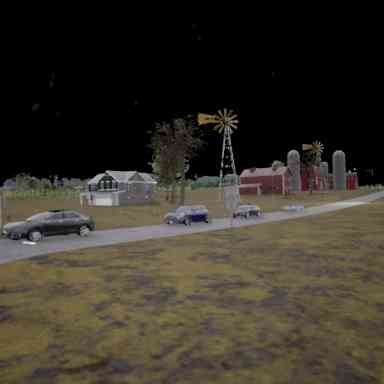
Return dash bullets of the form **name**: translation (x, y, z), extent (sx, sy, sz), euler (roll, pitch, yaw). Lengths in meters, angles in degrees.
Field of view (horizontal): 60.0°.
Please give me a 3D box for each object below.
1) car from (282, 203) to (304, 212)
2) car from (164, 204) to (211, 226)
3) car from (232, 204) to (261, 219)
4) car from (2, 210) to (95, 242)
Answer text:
- **car**: translation (14.905, 2.336, 49.202), extent (1.895, 1.301, 4.718), euler (-2, -1, 36)
- **car**: translation (-0.351, 1.855, 28.082), extent (2.097, 1.767, 4.553), euler (-2, -2, 36)
- **car**: translation (6.079, 2.139, 37.039), extent (1.837, 1.490, 4.892), euler (-2, -1, 36)
- **car**: translation (-7.563, 1.777, 17.984), extent (1.837, 1.490, 4.892), euler (-2, -2, 35)
